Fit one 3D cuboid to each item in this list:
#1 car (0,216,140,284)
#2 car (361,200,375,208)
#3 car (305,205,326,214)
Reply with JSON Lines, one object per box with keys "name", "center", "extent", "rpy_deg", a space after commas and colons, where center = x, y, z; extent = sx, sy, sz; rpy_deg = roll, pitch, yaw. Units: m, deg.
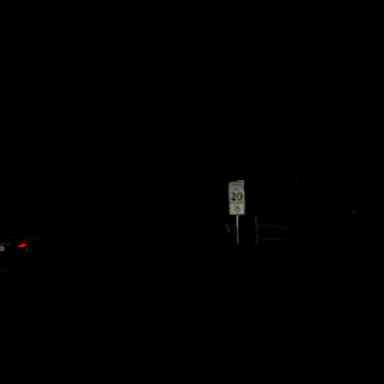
{"name": "car", "center": [-3.733, 1.518, 10.403], "extent": [2.097, 1.767, 4.553], "rpy_deg": [-2, -2, 34]}
{"name": "car", "center": [40.079, 2.717, 76.021], "extent": [2.097, 1.767, 4.553], "rpy_deg": [-2, -2, 34]}
{"name": "car", "center": [17.388, 2.453, 46.881], "extent": [1.895, 1.301, 4.718], "rpy_deg": [-2, -2, 34]}
